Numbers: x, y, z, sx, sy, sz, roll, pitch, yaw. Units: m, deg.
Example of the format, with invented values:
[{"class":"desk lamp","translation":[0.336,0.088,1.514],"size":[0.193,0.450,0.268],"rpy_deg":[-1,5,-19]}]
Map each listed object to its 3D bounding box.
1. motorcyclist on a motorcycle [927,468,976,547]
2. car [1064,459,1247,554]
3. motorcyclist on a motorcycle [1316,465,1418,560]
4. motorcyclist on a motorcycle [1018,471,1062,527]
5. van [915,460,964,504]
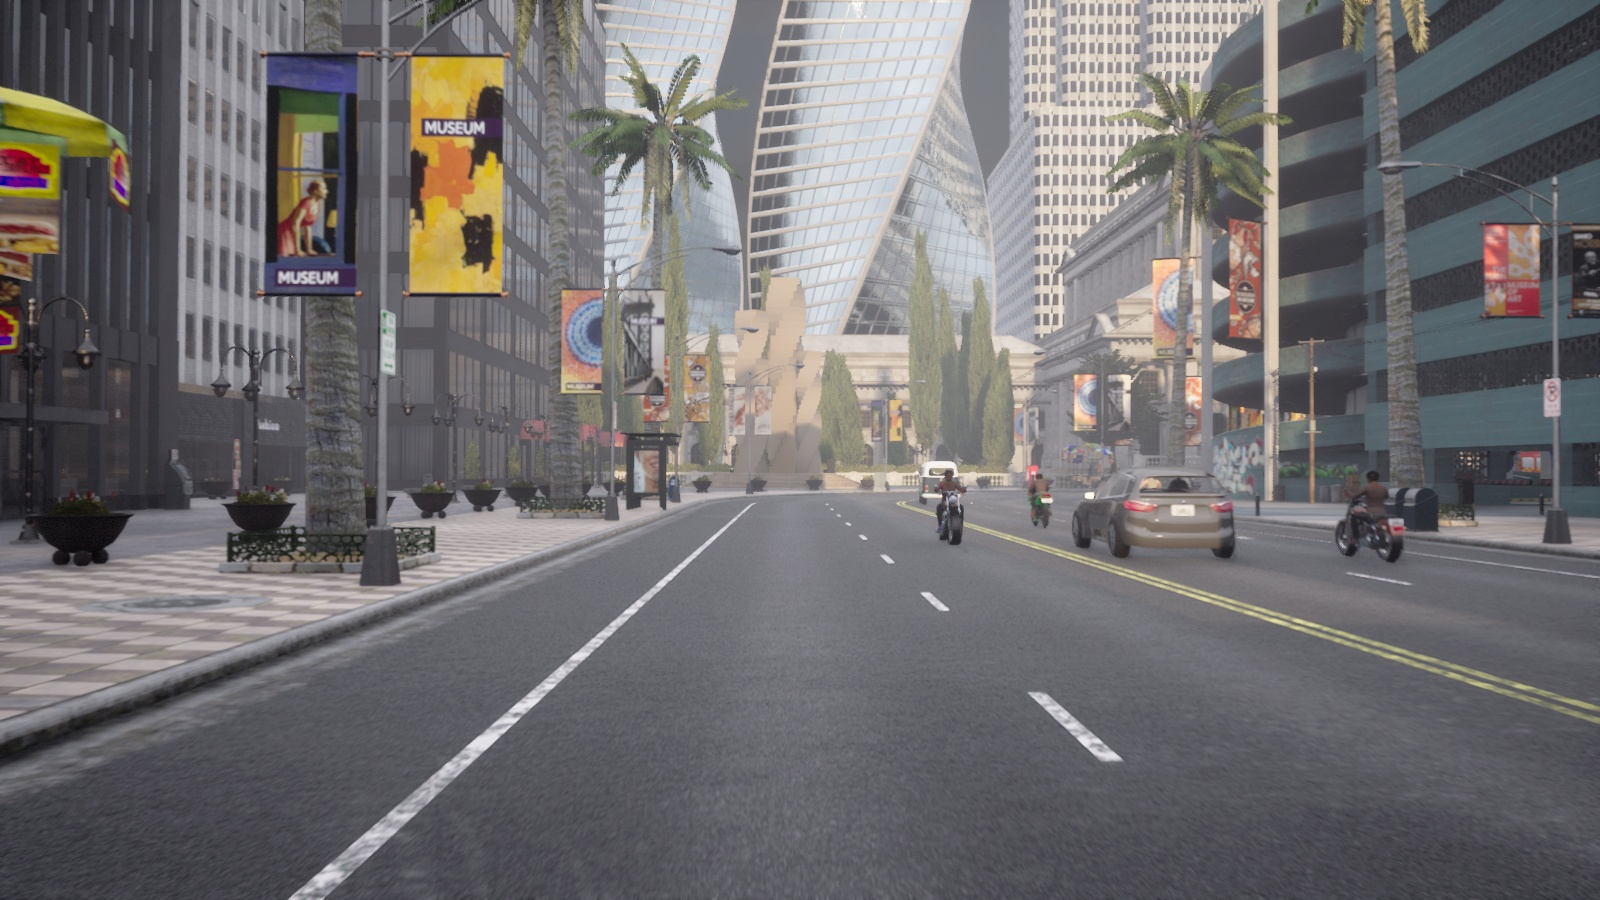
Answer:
[{"class":"motorcyclist on a motorcycle","translation":[3.274,1.210,27.350],"size":[0.766,1.649,2.350],"rpy_deg":[0,-1,0]},{"class":"car","translation":[6.797,1.044,24.624],"size":[2.242,1.667,4.611],"rpy_deg":[0,-1,0]},{"class":"motorcyclist on a motorcycle","translation":[10.312,1.108,22.956],"size":[0.766,1.649,2.350],"rpy_deg":[0,-1,0]},{"class":"motorcyclist on a motorcycle","translation":[6.708,1.359,35.211],"size":[0.797,1.523,2.044],"rpy_deg":[0,-1,0]},{"class":"van","translation":[6.684,1.527,60.685],"size":[2.069,2.038,4.480],"rpy_deg":[0,-1,3]}]
